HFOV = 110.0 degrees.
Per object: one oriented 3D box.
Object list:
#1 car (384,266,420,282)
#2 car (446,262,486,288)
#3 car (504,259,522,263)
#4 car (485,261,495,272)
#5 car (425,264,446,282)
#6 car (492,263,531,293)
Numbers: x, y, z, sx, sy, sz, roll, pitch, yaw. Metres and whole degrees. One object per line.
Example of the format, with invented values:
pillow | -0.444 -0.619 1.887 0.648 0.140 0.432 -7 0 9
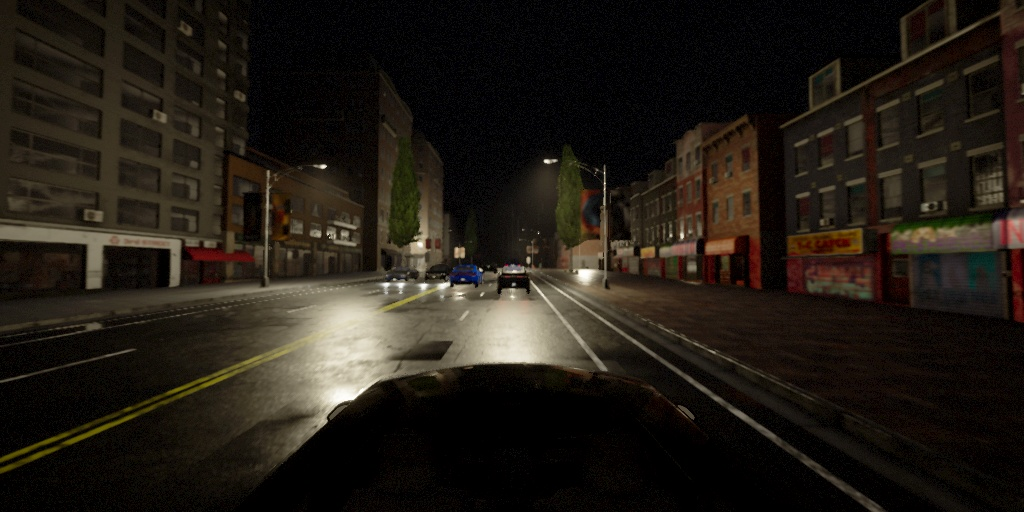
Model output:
car | -9.741 1.582 32.352 2.033 1.411 5.357 0 -1 0
car | -3.143 1.370 25.433 1.882 1.535 5.008 0 0 0
car | 0.113 1.368 48.512 2.150 2.045 5.566 0 -1 0
car | -3.136 1.518 49.843 2.097 1.767 4.553 0 -1 0
car | -6.491 1.489 32.352 1.882 1.535 5.008 0 -1 0
car | 0.106 1.346 21.614 2.128 1.511 4.902 0 0 0
